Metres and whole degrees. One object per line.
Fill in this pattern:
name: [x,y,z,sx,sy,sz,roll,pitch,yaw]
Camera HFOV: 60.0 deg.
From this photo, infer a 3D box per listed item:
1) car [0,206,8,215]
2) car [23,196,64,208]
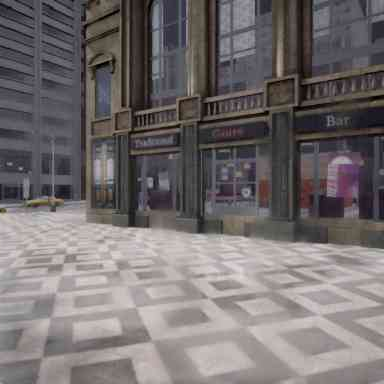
car: [-18.034,1.341,27.664,1.752,1.417,4.829,1,2,36]
car: [-18.517,1.144,41.565,1.752,1.417,4.829,1,2,36]
